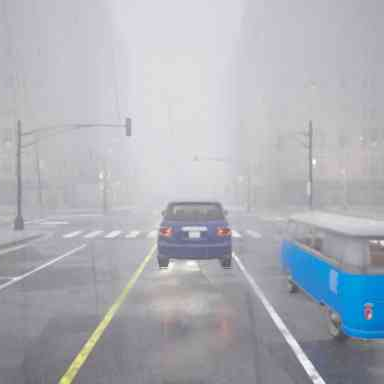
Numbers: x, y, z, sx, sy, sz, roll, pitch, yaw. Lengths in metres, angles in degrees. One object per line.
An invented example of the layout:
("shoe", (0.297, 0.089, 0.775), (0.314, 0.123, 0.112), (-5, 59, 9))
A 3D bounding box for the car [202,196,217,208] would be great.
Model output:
("car", (2.571, 1.466, 50.123), (1.967, 1.590, 4.097), (0, 0, -1))

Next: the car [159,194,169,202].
("car", (-6.575, 1.388, 78.213), (2.192, 1.841, 5.009), (0, 0, -1))

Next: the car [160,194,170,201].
("car", (-6.699, 1.409, 83.869), (2.192, 1.841, 5.009), (0, 0, -1))

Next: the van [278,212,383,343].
("van", (2.858, 1.341, 6.233), (1.690, 1.788, 3.998), (0, 0, 0))

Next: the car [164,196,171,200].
("car", (-6.947, 1.718, 95.178), (1.802, 1.307, 4.206), (0, 0, -1))

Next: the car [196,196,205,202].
("car", (1.949, 1.617, 78.387), (1.887, 1.381, 4.507), (0, 0, -1))

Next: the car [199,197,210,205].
("car", (2.323, 1.619, 61.430), (1.802, 1.307, 4.206), (0, 0, -1))

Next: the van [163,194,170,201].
("van", (-6.823, 1.456, 89.524), (1.690, 1.788, 3.998), (0, 0, -1))

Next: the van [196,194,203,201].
("van", (1.824, 1.435, 84.041), (1.690, 1.788, 3.998), (0, 0, -1))

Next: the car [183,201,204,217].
("car", (0.122, 1.603, 32.859), (1.895, 1.301, 4.718), (0, 0, 0))

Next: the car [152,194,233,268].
("car", (0.105, 1.220, 11.380), (2.150, 2.045, 5.566), (0, 0, 1))

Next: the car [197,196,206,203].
("car", (2.074, 1.637, 72.734), (1.802, 1.307, 4.206), (0, 0, -1))

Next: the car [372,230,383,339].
("car", (2.859, 1.315, 0.710), (2.192, 1.841, 5.009), (0, 0, 0))
